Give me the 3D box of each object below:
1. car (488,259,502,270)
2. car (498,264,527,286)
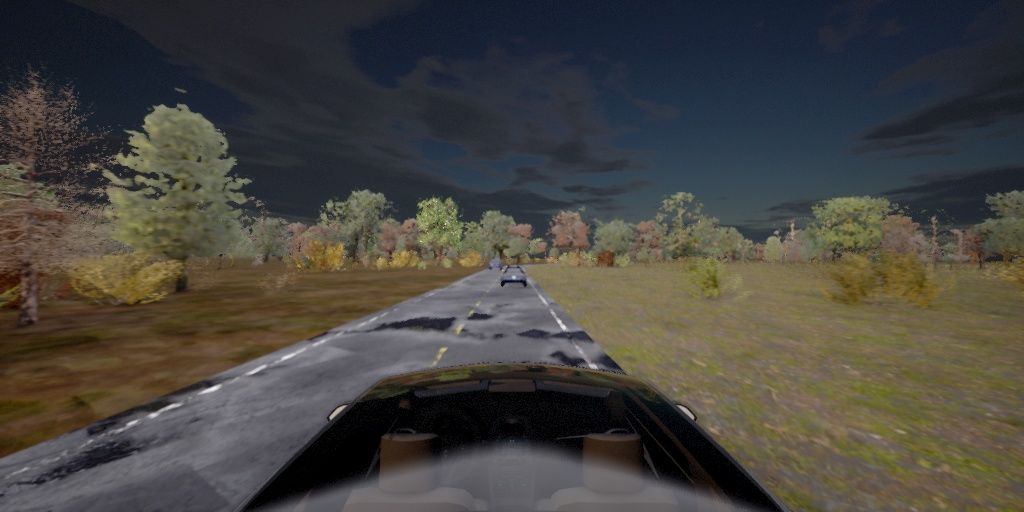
[{"bbox_3d":[-2.872,1.474,62.880,2.150,2.045,5.566,0,0,1],"label":"car"},{"bbox_3d":[0.142,1.540,28.004,1.994,1.385,4.181,0,-1,0],"label":"car"}]
